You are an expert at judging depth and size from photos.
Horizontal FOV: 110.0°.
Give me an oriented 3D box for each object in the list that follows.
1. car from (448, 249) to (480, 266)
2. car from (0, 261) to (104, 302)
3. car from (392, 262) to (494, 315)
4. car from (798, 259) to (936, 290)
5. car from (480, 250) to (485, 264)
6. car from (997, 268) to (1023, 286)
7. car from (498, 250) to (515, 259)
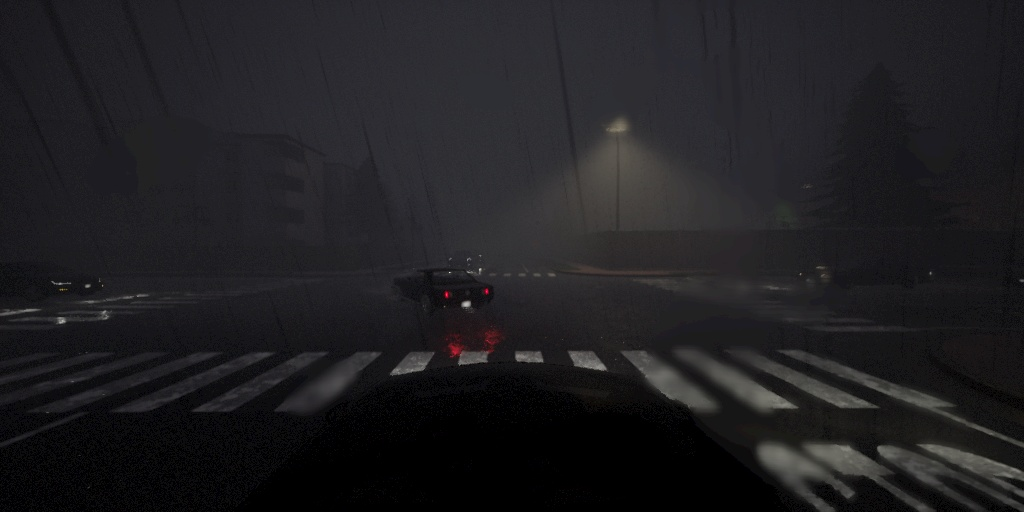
[{"bbox_3d":[-4.393,0.260,32.337,2.097,1.767,4.553,0,2,1],"label":"car"},{"bbox_3d":[-19.074,0.935,13.988,4.892,1.490,1.837,0,2,-2],"label":"car"},{"bbox_3d":[-2.592,1.065,12.304,1.895,1.301,4.718,-1,2,-34],"label":"car"},{"bbox_3d":[17.360,0.855,17.656,5.357,1.411,2.033,0,2,0],"label":"car"},{"bbox_3d":[-4.396,-0.008,42.245,2.097,1.767,4.553,0,2,0],"label":"car"},{"bbox_3d":[27.266,0.903,17.613,4.718,1.301,1.895,0,2,0],"label":"car"},{"bbox_3d":[-1.006,-0.291,59.717,2.033,1.411,5.357,0,2,-15],"label":"car"}]
